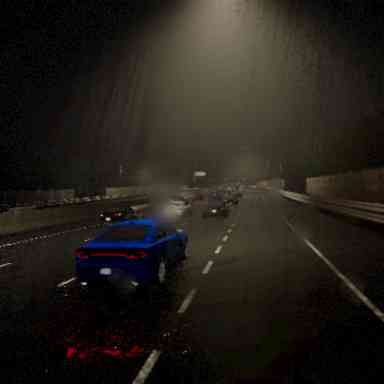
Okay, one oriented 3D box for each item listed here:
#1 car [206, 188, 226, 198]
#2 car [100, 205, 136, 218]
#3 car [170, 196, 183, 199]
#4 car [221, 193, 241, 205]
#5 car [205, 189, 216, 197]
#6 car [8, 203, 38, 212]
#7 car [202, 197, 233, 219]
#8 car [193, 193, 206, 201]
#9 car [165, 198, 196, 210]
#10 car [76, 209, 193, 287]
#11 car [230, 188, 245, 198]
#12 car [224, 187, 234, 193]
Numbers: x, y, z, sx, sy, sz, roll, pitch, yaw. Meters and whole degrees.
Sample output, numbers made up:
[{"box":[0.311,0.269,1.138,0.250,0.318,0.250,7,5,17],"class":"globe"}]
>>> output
[{"box":[4.456,0.746,61.239,2.097,1.767,4.553,-2,1,10],"class":"car"},{"box":[-5.495,1.734,25.736,1.812,1.442,4.674,-2,0,10],"class":"car"},{"box":[-1.927,1.296,45.335,2.097,1.767,4.553,-2,1,10],"class":"car"},{"box":[5.689,1.193,48.119,1.895,1.301,4.718,-2,1,10],"class":"car"},{"box":[4.582,0.317,82.358,2.097,1.767,4.553,-2,1,10],"class":"car"},{"box":[-23.170,2.325,45.767,1.812,1.442,4.674,-2,0,10],"class":"car"},{"box":[2.114,1.476,28.424,1.994,1.385,4.181,-2,0,10],"class":"car"},{"box":[1.447,0.965,64.284,1.837,1.490,4.892,-2,1,10],"class":"car"},{"box":[-1.184,1.562,29.837,1.812,1.442,4.674,-2,0,10],"class":"car"},{"box":[-1.395,1.530,9.560,1.882,1.535,5.008,-2,0,11],"class":"car"},{"box":[9.848,0.433,71.726,1.882,1.535,5.008,-2,1,10],"class":"car"},{"box":[9.655,0.070,91.248,1.837,1.490,4.892,-2,1,10],"class":"car"}]
